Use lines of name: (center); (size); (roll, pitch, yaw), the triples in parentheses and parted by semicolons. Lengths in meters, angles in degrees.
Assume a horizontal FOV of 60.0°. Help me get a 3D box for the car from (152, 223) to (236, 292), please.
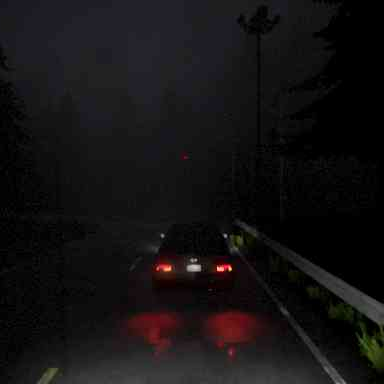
car: (0.054, 1.543, 9.044); (2.033, 1.411, 5.357); (0, 0, 0)

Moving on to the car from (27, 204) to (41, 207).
car: (-16.953, 1.255, 32.299); (4.674, 1.442, 1.812); (5, 1, 12)
